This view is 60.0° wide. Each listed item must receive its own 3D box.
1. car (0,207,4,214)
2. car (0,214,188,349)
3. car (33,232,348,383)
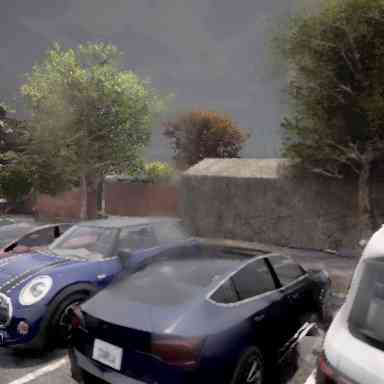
[{"bbox_3d":[-8.605,1.301,11.453,2.185,1.767,4.553,0,0,35],"label":"car"},{"bbox_3d":[-1.679,1.334,6.516,2.185,1.767,4.553,0,0,35],"label":"car"},{"bbox_3d":[0.594,1.501,4.893,2.163,1.488,4.792,0,0,35],"label":"car"}]
